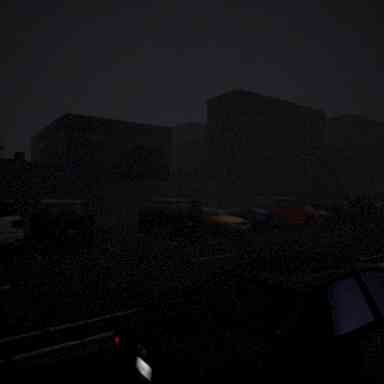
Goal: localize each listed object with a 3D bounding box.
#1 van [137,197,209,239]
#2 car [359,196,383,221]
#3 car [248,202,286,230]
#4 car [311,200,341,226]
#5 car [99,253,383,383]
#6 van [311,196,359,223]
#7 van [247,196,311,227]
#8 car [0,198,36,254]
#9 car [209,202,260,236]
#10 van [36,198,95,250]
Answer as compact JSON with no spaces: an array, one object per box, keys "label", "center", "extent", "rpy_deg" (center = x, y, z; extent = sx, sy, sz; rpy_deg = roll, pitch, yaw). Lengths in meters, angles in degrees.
[{"label":"van","center":[-1.344,1.289,17.795],"extent":[1.878,1.987,4.442],"rpy_deg":[0,0,-36]},{"label":"car","center":[12.173,1.309,27.340],"extent":[2.435,2.045,5.566],"rpy_deg":[0,0,-36]},{"label":"car","center":[3.214,1.568,20.904],"extent":[2.002,1.452,4.674],"rpy_deg":[0,0,-36]},{"label":"car","center":[7.697,1.544,24.115],"extent":[2.097,1.535,5.008],"rpy_deg":[0,0,-36]},{"label":"car","center":[1.629,1.550,4.294],"extent":[5.357,1.411,2.033],"rpy_deg":[0,0,-35]},{"label":"van","center":[10.013,1.326,25.619],"extent":[1.878,1.987,4.442],"rpy_deg":[0,0,-36]},{"label":"van","center":[5.389,1.310,22.603],"extent":[1.878,1.987,4.442],"rpy_deg":[0,0,-36]},{"label":"car","center":[-8.023,1.252,12.916],"extent":[2.435,2.045,5.566],"rpy_deg":[0,0,-36]},{"label":"car","center":[1.077,1.519,19.152],"extent":[1.946,1.575,5.366],"rpy_deg":[0,0,-36]},{"label":"van","center":[-5.829,1.281,14.591],"extent":[1.878,1.987,4.442],"rpy_deg":[0,0,-36]}]
